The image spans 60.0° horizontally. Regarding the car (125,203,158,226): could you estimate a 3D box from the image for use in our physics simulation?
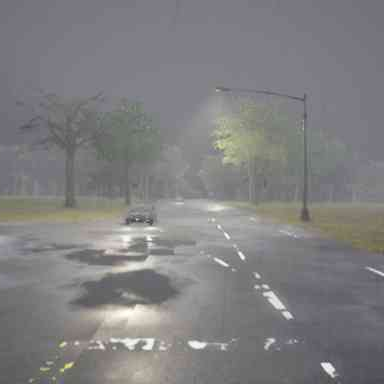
[{"bbox_3d":[-3.470,1.538,23.480,1.837,1.490,4.892,1,-1,0],"label":"car"}]

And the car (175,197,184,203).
[{"bbox_3d":[-3.037,1.894,79.660,2.128,1.511,4.902,0,0,4],"label":"car"}]
